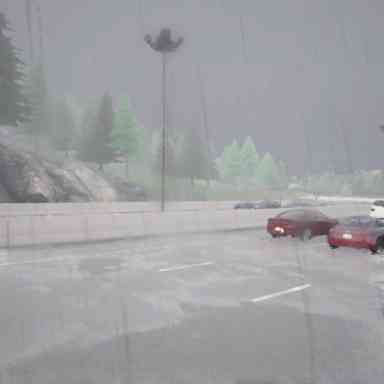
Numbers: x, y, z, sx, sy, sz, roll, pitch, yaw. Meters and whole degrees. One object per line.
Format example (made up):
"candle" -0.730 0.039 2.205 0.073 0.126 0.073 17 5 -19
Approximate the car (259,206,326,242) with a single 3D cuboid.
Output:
"car" 5.999 1.640 17.511 5.008 1.535 1.882 0 0 -40

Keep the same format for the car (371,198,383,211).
"car" 16.248 1.531 26.703 5.566 2.045 2.150 0 0 -44

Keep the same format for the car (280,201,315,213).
"car" 13.804 1.942 43.390 5.357 1.411 2.033 1 0 -44

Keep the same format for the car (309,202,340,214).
"car" 16.901 1.976 42.318 4.181 1.385 1.994 1 0 -44

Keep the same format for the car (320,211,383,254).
"car" 7.637 1.720 14.315 4.181 1.385 1.994 1 0 -40

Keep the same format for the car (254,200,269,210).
"car" 10.221 1.867 45.349 4.902 1.511 2.128 0 0 -42
